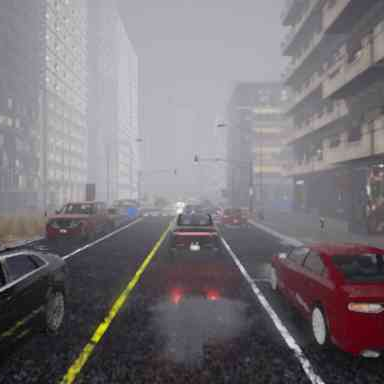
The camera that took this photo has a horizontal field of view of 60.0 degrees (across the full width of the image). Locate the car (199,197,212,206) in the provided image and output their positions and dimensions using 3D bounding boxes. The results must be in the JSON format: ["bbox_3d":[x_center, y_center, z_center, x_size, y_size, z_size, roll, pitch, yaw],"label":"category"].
[{"bbox_3d":[2.688,1.908,60.636,1.887,1.381,4.507,0,0,0],"label":"car"}]

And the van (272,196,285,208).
[{"bbox_3d":[13.710,1.392,48.193,3.998,1.788,1.690,-1,1,0],"label":"van"}]

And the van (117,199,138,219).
[{"bbox_3d":[-5.694,1.500,28.248,1.690,1.788,3.998,0,0,0],"label":"van"}]

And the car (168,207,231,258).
[{"bbox_3d":[0.096,1.565,13.051,2.128,1.511,4.902,0,0,0],"label":"car"}]

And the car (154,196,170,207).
[{"bbox_3d":[-5.693,1.678,60.638,2.192,1.841,5.009,0,0,0],"label":"car"}]

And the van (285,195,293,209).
[{"bbox_3d":[13.732,1.381,39.813,3.998,1.788,1.690,-1,1,0],"label":"van"}]

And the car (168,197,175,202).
[{"bbox_3d":[-5.691,2.117,93.631,1.752,1.417,4.829,0,0,0],"label":"car"}]

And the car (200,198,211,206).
[{"bbox_3d":[2.688,1.944,66.163,1.887,1.381,4.507,0,0,0],"label":"car"}]

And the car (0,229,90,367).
[{"bbox_3d":[-3.100,1.514,4.008,2.128,1.511,4.902,0,0,0],"label":"car"}]

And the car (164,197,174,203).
[{"bbox_3d":[-5.692,1.953,82.748,1.967,1.590,4.097,0,0,0],"label":"car"}]

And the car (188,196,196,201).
[{"bbox_3d":[0.004,2.104,88.467,1.895,1.301,4.718,0,0,0],"label":"car"}]

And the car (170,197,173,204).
[{"bbox_3d":[-5.691,1.981,71.691,1.887,1.381,4.507,0,0,0],"label":"car"}]

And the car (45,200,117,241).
[{"bbox_3d":[-5.695,1.410,17.203,2.192,1.841,5.009,0,0,0],"label":"car"}]

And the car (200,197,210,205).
[{"bbox_3d":[2.688,1.876,71.691,1.967,1.590,4.097,0,0,0],"label":"car"}]

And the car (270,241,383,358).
[{"bbox_3d":[2.686,1.579,6.155,1.887,1.381,4.507,0,0,0],"label":"car"}]

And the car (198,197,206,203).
[{"bbox_3d":[2.689,2.118,88.273,1.947,1.339,4.313,0,0,0],"label":"car"}]

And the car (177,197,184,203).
[{"bbox_3d":[-2.996,2.074,87.836,2.128,1.511,4.902,0,0,0],"label":"car"}]

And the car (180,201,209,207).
[{"bbox_3d":[0.100,1.705,27.993,2.033,1.411,5.357,0,0,0],"label":"car"}]

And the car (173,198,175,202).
[{"bbox_3d":[-5.691,2.040,77.219,1.947,1.339,4.313,0,0,0],"label":"car"}]

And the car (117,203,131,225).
[{"bbox_3d":[-5.694,1.693,22.724,1.947,1.339,4.313,0,0,0],"label":"car"}]

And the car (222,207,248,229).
[{"bbox_3d":[2.686,1.672,22.723,1.887,1.381,4.507,0,0,0],"label":"car"}]
